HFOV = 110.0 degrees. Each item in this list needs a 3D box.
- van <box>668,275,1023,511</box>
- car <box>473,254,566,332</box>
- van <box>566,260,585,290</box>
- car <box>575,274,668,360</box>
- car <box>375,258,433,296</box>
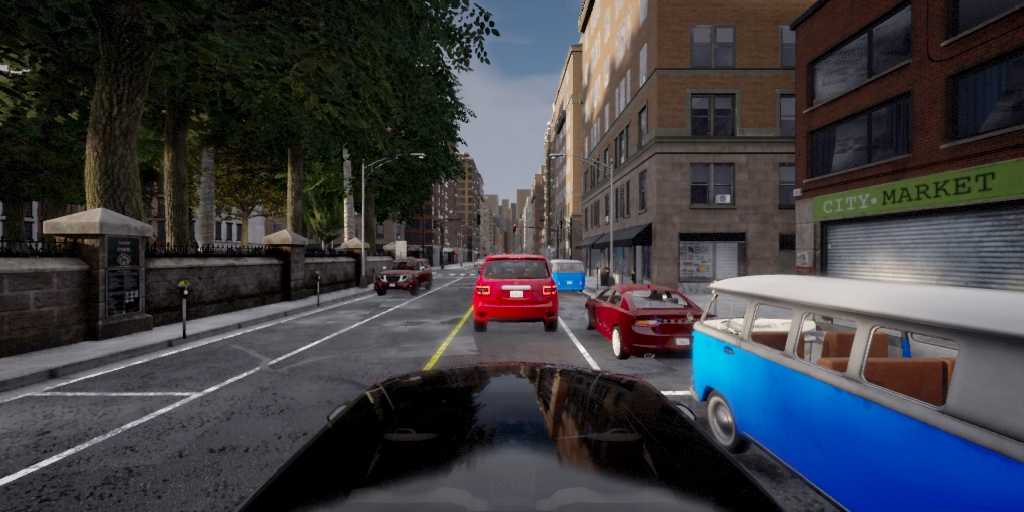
[{"bbox_3d":[2.856,1.091,2.553,1.690,1.789,3.998,0,0,0],"label":"van"},{"bbox_3d":[0.095,0.970,10.972,2.150,2.045,5.566,0,0,0],"label":"car"},{"bbox_3d":[2.851,1.085,19.535,1.690,1.789,3.998,0,0,0],"label":"van"},{"bbox_3d":[2.855,1.294,8.214,1.888,1.381,4.507,0,0,0],"label":"car"},{"bbox_3d":[-5.673,1.059,19.492,2.192,1.841,5.009,0,0,0],"label":"car"}]
